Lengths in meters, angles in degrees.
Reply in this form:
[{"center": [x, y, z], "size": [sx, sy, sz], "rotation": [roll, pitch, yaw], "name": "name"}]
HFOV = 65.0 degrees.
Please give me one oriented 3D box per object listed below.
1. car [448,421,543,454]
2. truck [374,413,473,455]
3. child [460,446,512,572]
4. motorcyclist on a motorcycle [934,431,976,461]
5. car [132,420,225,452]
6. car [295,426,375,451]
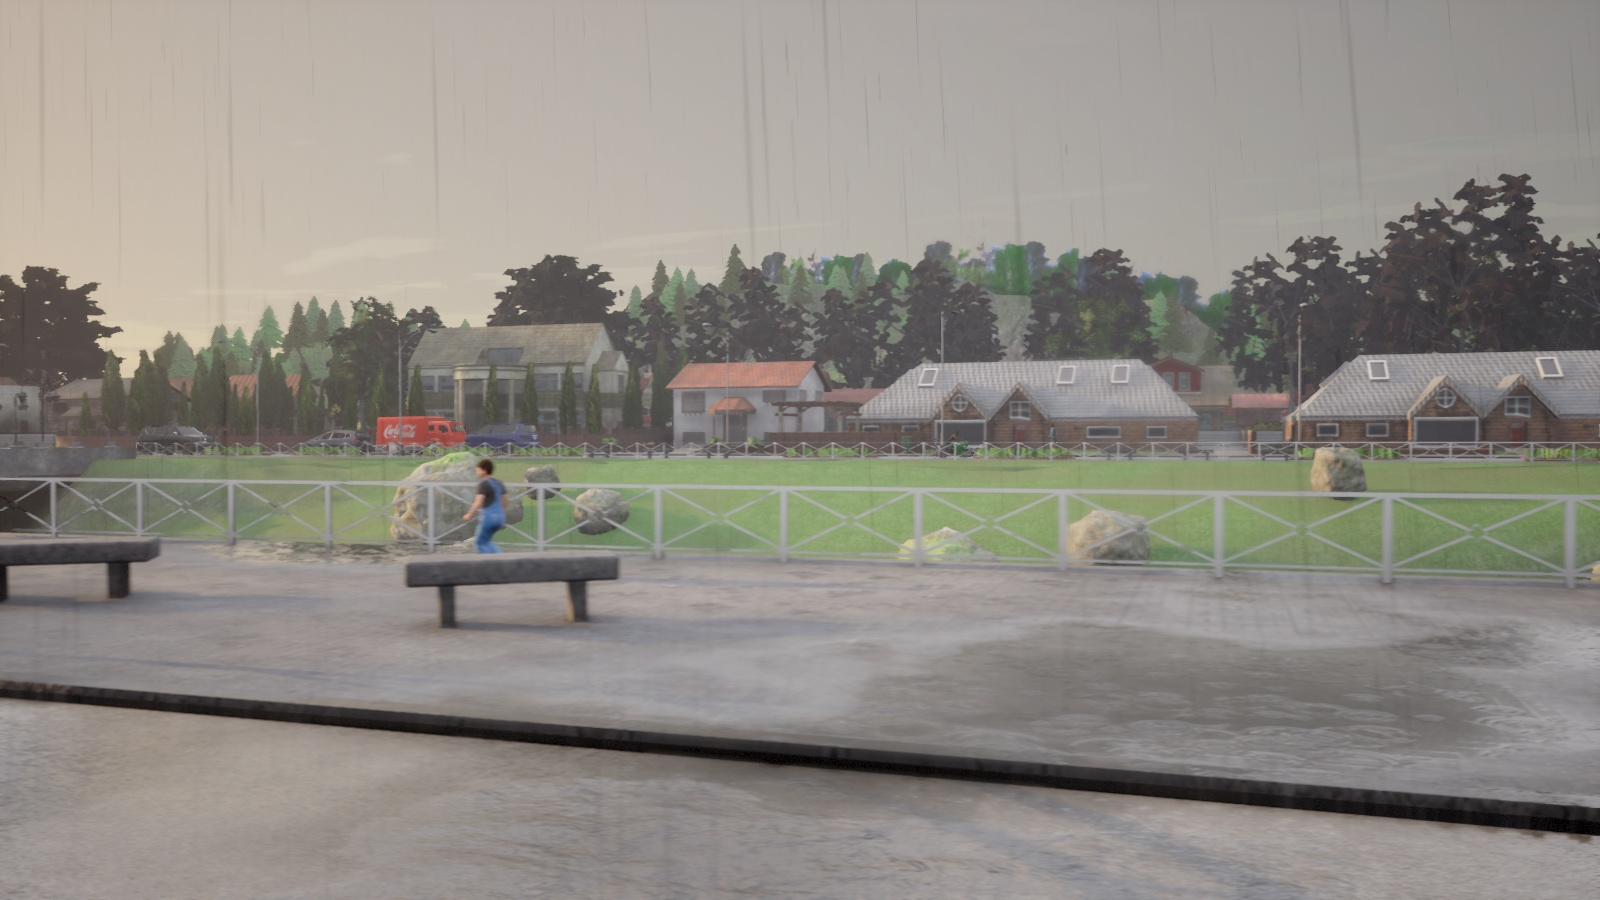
[{"center": [-19.261, -0.800, 79.472], "size": [5.566, 2.045, 2.150], "rotation": [1, 1, 19], "name": "car"}, {"center": [-22.922, -0.971, 76.481], "size": [5.204, 2.467, 2.627], "rotation": [1, 1, 19], "name": "truck"}, {"center": [-3.217, 0.598, 12.870], "size": [0.437, 1.263, 0.270], "rotation": [1, 1, 22], "name": "child"}, {"center": [8.164, -0.218, 66.022], "size": [2.044, 1.523, 0.797], "rotation": [1, 1, 19], "name": "motorcyclist on a motorcycle"}, {"center": [-40.813, -0.929, 82.508], "size": [5.566, 2.045, 2.150], "rotation": [1, 1, 19], "name": "car"}, {"center": [-30.891, -0.781, 83.390], "size": [4.611, 1.667, 2.242], "rotation": [1, 1, 19], "name": "car"}]
